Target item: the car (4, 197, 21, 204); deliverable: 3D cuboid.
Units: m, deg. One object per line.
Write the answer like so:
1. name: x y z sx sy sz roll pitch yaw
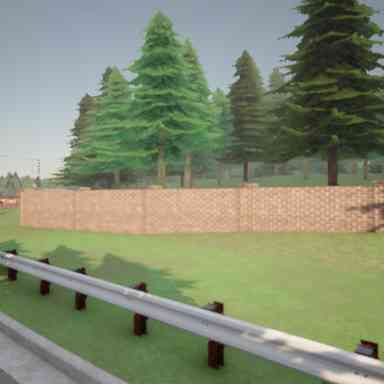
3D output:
1. car: -43.445 2.209 80.725 2.097 1.767 4.553 0 0 -19

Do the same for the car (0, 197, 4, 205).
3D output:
1. car: -46.763 2.385 79.611 1.812 1.442 4.674 0 0 -19
